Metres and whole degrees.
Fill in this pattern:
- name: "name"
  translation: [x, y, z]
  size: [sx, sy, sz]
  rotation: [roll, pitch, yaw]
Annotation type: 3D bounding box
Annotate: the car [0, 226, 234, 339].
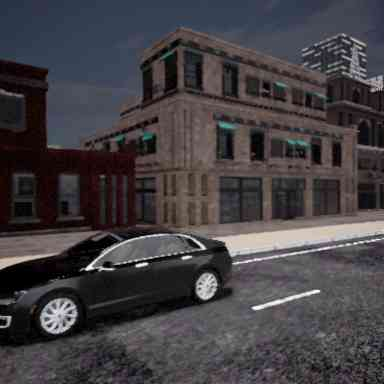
- name: "car"
  translation: [-1.346, 1.509, 6.677]
  size: [4.892, 1.490, 1.837]
  rotation: [0, 0, -35]
